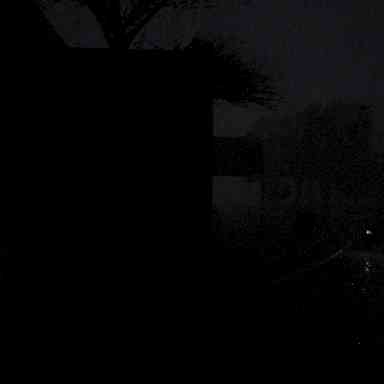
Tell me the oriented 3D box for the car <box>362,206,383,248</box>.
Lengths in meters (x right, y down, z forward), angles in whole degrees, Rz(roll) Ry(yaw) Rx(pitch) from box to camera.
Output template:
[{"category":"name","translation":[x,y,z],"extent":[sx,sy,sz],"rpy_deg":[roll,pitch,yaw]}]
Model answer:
[{"category":"car","translation":[8.499,1.545,14.317],"extent":[1.812,1.442,4.674],"rpy_deg":[0,0,31]}]

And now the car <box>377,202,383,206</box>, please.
[{"category":"car","translation":[18.185,1.680,30.766],"extent":[1.882,1.535,5.008],"rpy_deg":[0,-1,15]}]
